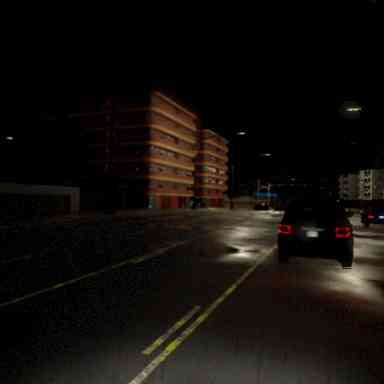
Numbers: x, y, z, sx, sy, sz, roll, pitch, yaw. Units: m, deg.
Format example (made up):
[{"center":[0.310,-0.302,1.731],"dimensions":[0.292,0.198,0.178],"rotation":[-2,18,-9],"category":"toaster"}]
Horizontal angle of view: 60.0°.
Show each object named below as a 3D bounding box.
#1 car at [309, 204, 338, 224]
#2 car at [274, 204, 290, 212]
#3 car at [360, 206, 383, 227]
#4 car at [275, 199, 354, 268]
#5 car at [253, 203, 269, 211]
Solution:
[{"center":[10.709,1.702,26.926],"dimensions":[1.994,1.385,4.181],"rotation":[1,-1,23],"category":"car"},{"center":[15.417,2.712,56.805],"dimensions":[1.994,1.385,4.181],"rotation":[1,-2,23],"category":"car"},{"center":[13.000,1.691,23.380],"dimensions":[2.033,1.411,5.357],"rotation":[1,-1,23],"category":"car"},{"center":[4.403,1.247,11.757],"dimensions":[2.150,2.045,5.566],"rotation":[1,1,23],"category":"car"},{"center":[12.074,2.635,57.856],"dimensions":[2.033,1.411,5.357],"rotation":[1,-2,23],"category":"car"}]
